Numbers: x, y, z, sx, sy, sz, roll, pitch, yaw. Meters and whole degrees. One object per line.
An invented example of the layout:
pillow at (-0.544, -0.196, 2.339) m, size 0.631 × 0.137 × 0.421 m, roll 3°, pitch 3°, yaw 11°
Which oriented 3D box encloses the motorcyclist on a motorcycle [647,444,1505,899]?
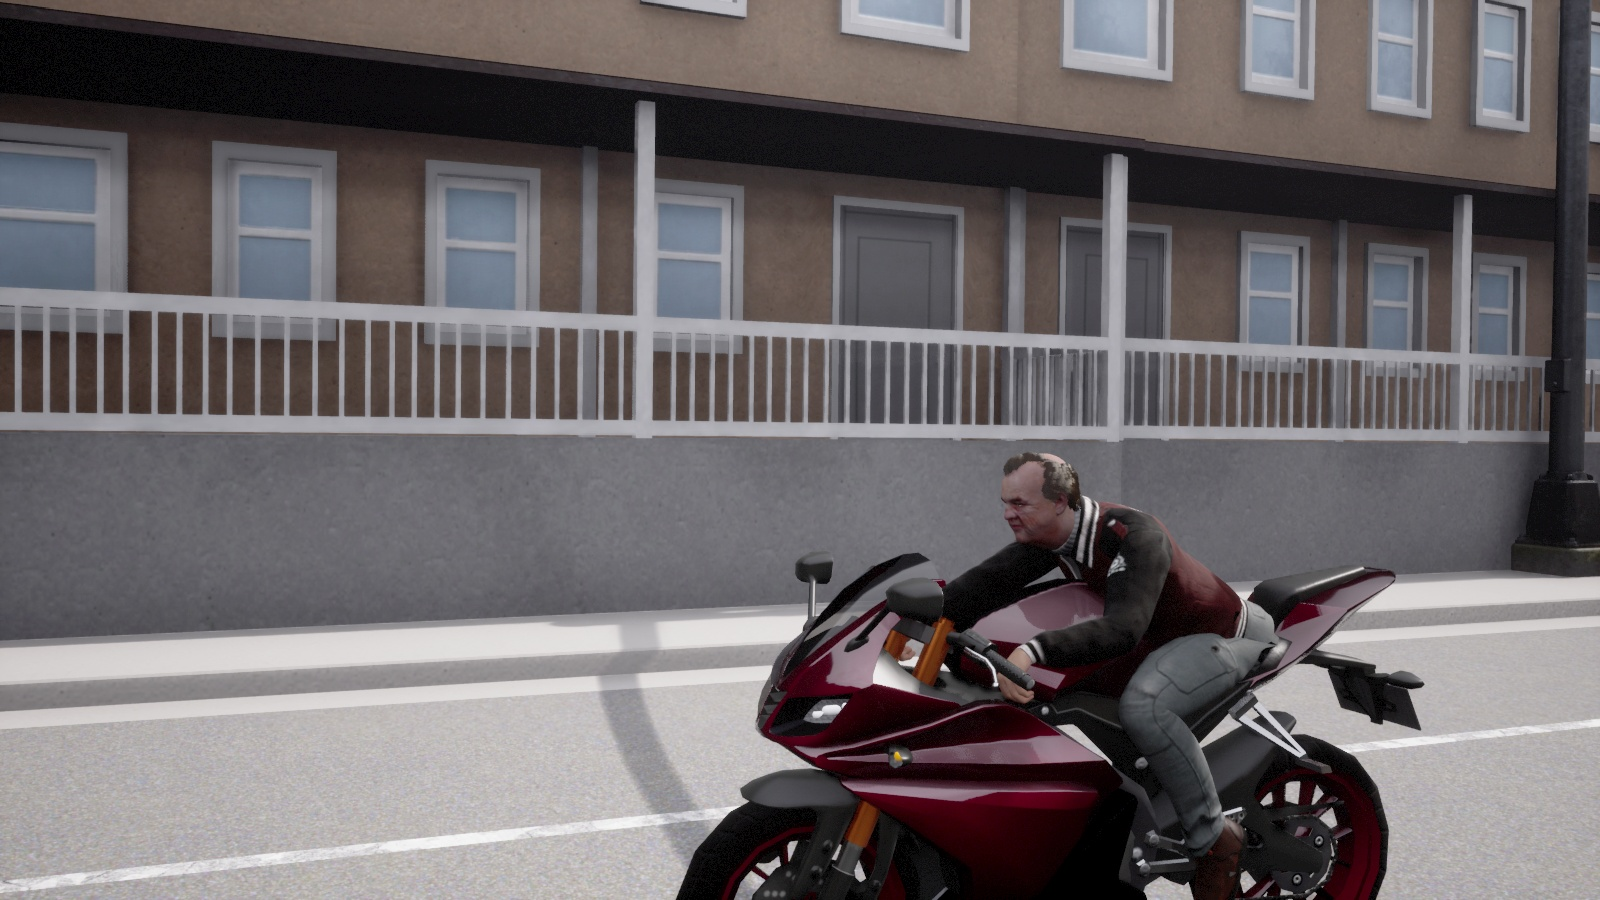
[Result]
motorcyclist on a motorcycle at (0.755, 0.768, 3.489) m, size 2.191 × 1.530 × 0.866 m, roll -1°, pitch 1°, yaw -19°
